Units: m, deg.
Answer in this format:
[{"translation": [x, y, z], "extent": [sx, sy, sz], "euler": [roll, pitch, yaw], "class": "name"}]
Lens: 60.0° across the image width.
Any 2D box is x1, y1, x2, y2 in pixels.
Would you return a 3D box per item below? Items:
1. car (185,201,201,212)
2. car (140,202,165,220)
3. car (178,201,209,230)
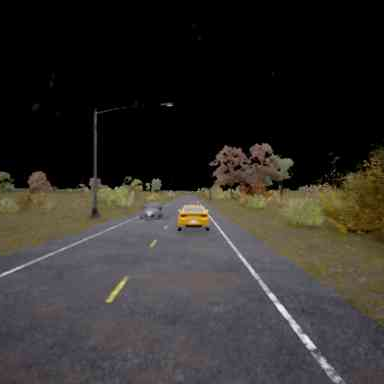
[{"translation": [0.107, 1.835, 43.389], "extent": [1.895, 1.301, 4.718], "euler": [0, 0, 0], "class": "car"}, {"translation": [-3.580, 1.658, 30.532], "extent": [2.128, 1.511, 4.902], "euler": [0, 0, 0], "class": "car"}, {"translation": [0.103, 1.596, 21.987], "extent": [1.882, 1.535, 5.008], "euler": [0, 0, 0], "class": "car"}]
